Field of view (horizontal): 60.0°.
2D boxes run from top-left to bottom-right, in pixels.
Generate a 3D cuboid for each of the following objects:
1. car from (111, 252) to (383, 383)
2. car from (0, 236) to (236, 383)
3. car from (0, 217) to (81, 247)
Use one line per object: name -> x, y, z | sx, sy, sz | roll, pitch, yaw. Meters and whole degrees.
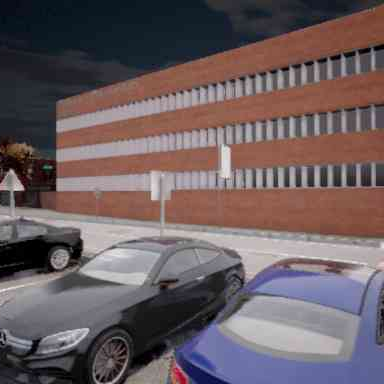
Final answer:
car -> 1.567, 1.520, 3.872 | 2.002, 1.452, 4.674 | 0, 0, 36
car -> -0.730, 1.520, 5.518 | 2.002, 1.452, 4.674 | 0, 0, 36
car -> -5.328, 1.479, 8.802 | 2.097, 1.535, 5.008 | 0, 0, 36
